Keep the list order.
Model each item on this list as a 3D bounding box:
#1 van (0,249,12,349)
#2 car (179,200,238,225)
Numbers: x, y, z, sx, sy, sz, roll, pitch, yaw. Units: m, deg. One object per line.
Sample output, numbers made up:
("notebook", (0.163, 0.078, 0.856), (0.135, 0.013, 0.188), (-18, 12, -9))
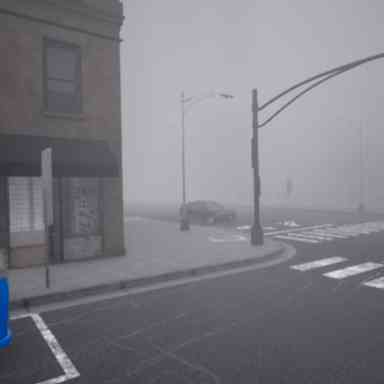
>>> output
("van", (-4.201, 1.353, 3.669), (3.998, 1.788, 1.690), (-1, 0, -35))
("car", (1.027, 1.333, 23.110), (1.882, 1.535, 5.008), (-2, 1, -36))
